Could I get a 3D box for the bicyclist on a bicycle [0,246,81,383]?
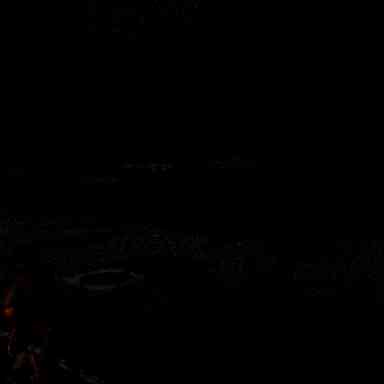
[{"bbox_3d":[-1.693,1.424,3.561,1.656,1.620,0.582,0,0,36],"label":"bicyclist on a bicycle"}]
